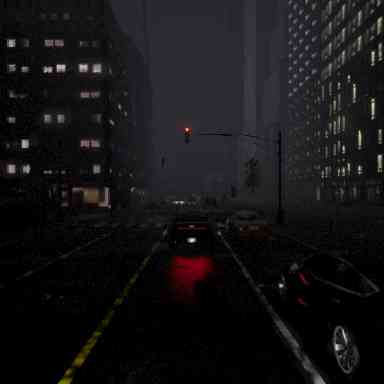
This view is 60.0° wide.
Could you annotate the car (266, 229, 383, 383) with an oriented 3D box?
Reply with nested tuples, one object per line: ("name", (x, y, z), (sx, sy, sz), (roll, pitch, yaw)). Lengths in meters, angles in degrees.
("car", (2.686, 1.565, 5.278), (1.947, 1.339, 4.313), (0, 0, 0))

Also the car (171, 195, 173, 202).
("car", (-5.695, 1.606, 71.061), (1.887, 1.381, 4.507), (0, 0, 0))

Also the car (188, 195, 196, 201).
("car", (-0.001, 1.535, 88.150), (2.128, 1.511, 4.902), (0, 0, 0))

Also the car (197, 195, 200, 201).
("car", (2.684, 1.377, 71.062), (2.192, 1.841, 5.009), (0, 0, 0))

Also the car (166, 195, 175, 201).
("car", (-5.696, 1.536, 87.642), (1.967, 1.590, 4.097), (0, 0, 0))

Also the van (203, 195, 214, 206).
("van", (2.684, 1.374, 54.482), (1.690, 1.788, 3.998), (0, 0, 0))

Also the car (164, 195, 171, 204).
("car", (-5.695, 1.602, 65.536), (2.008, 1.369, 4.403), (0, 0, 0))

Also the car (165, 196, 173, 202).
("car", (-5.695, 1.666, 82.116), (1.802, 1.307, 4.206), (0, 0, 0))

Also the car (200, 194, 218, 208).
("car", (2.685, 1.341, 48.956), (2.192, 1.841, 5.009), (0, 0, 0))

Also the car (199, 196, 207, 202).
("car", (2.685, 1.629, 82.116), (1.887, 1.381, 4.507), (0, 0, 0))

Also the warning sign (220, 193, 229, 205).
("warning sign", (5.071, 1.146, 52.213), (1.300, 1.860, 1.060), (0, 0, 0))

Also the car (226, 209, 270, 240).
("car", (2.686, 1.527, 16.713), (1.752, 1.417, 4.829), (0, 0, 0))

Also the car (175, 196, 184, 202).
("car", (-3.002, 1.623, 78.618), (1.994, 1.385, 4.181), (0, 0, 0))

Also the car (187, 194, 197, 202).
("car", (-0.002, 1.531, 73.983), (2.128, 1.511, 4.902), (0, 0, 0))

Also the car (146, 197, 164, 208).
("car", (-5.694, 1.577, 48.956), (2.008, 1.369, 4.403), (0, 0, 0))

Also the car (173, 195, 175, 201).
("car", (-5.696, 1.513, 76.589), (1.967, 1.590, 4.097), (0, 0, 0))

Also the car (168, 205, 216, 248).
("car", (0.000, 1.519, 14.651), (1.837, 1.490, 4.892), (0, 0, 0))
